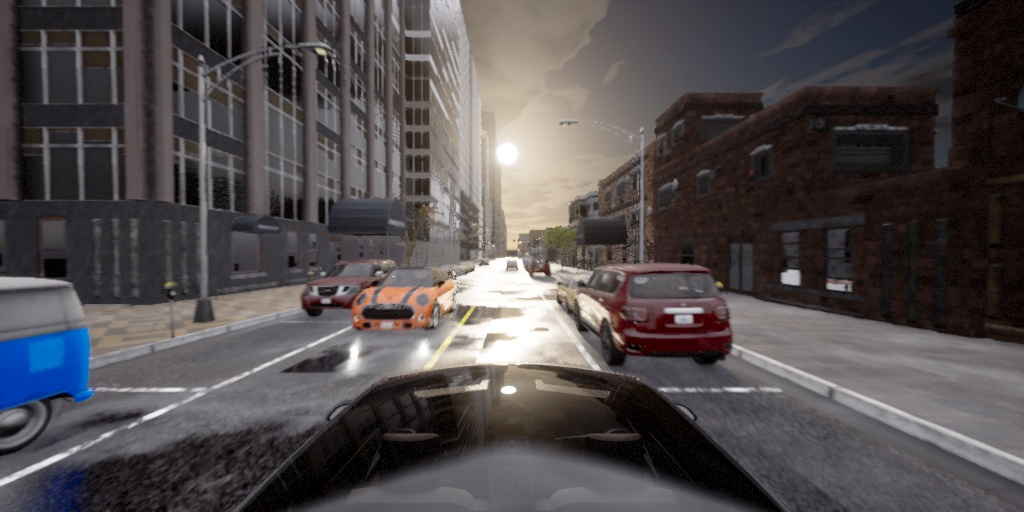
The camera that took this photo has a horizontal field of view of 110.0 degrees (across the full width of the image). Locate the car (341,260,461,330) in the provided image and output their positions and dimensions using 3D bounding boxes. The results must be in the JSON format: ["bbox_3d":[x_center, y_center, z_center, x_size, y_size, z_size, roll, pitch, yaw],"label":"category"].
[{"bbox_3d":[-3.036,1.101,11.000,2.097,1.767,4.553,0,0,0],"label":"car"}]

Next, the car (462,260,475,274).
[{"bbox_3d":[-5.692,1.275,41.011,1.751,1.417,4.829,0,0,0],"label":"car"}]

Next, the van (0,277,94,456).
[{"bbox_3d":[-5.691,1.091,2.437,1.690,1.789,3.998,0,0,0],"label":"van"}]

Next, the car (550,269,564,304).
[{"bbox_3d":[2.690,1.275,13.667,1.751,1.417,4.829,0,0,0],"label":"car"}]

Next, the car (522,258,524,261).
[{"bbox_3d":[2.688,1.332,52.238,1.802,1.307,4.207,0,0,0],"label":"car"}]

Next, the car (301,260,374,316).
[{"bbox_3d":[-5.691,1.065,13.507,2.192,1.841,5.009,0,0,0],"label":"car"}]

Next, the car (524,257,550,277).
[{"bbox_3d":[2.689,1.064,35.636,2.192,1.841,5.009,0,0,0],"label":"car"}]

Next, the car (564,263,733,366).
[{"bbox_3d":[2.690,1.065,7.963,2.192,1.841,5.009,0,0,0],"label":"car"}]

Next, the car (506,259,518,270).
[{"bbox_3d":[-0.001,1.297,53.071,2.033,1.411,5.357,0,0,0],"label":"car"}]
